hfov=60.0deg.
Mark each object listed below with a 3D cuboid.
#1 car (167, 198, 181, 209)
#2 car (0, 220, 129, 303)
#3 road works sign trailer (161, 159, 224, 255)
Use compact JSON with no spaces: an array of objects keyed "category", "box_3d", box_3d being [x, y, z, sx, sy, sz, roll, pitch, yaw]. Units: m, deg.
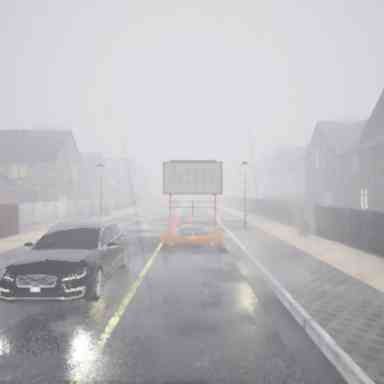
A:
[{"category":"car","box_3d":[-2.738,1.723,51.173,1.882,1.535,5.008,0,0,0]},{"category":"car","box_3d":[-2.836,1.525,8.454,1.837,1.490,4.892,0,0,0]},{"category":"road works sign trailer","box_3d":[0.028,0.497,13.387,2.380,3.560,2.880,0,0,1]}]
